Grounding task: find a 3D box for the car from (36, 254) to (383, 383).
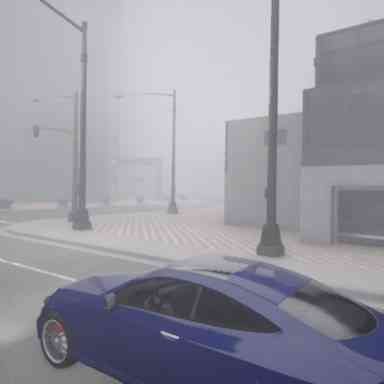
[{"bbox_3d":[0.076,1.497,3.942,4.674,1.442,1.812,1,0,36],"label":"car"}]
